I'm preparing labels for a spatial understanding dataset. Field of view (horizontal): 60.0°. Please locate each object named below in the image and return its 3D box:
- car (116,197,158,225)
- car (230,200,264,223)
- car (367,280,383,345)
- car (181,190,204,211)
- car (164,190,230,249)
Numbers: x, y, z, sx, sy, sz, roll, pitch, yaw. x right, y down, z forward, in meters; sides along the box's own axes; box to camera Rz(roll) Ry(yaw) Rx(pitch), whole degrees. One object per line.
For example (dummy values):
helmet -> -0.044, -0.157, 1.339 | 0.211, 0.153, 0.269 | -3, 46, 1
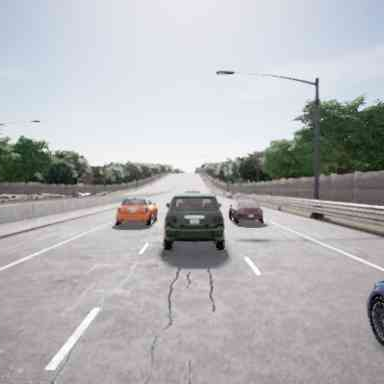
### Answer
car -> -3.432, 1.089, 21.434 | 2.097, 1.767, 4.553 | 0, 1, 0
car -> 3.566, 1.252, 22.359 | 1.812, 1.442, 4.674 | 0, 1, 0
car -> 3.596, 1.480, 3.166 | 1.812, 1.442, 4.674 | 0, 1, 0
car -> 0.047, 0.816, 35.135 | 2.150, 2.045, 5.566 | 0, 1, 0
car -> 0.079, 1.045, 13.668 | 2.150, 2.045, 5.566 | 0, 1, 0
